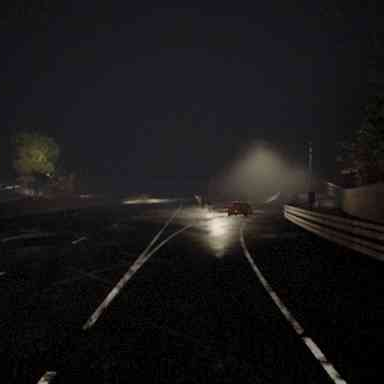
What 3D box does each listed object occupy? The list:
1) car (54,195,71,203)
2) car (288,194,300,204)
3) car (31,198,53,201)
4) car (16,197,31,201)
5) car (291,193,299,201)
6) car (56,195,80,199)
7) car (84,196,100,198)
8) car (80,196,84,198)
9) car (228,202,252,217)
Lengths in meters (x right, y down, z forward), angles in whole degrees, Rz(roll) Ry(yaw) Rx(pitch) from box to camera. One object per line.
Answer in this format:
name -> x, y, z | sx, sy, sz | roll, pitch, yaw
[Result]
car -> -27.997, 1.518, 71.957 | 1.837, 1.490, 4.892 | 0, 0, 0
car -> 22.829, 1.838, 75.479 | 1.812, 1.442, 4.674 | 0, 3, 20
car -> -24.521, 1.605, 55.952 | 1.895, 1.301, 4.718 | 0, 0, 1
car -> -28.019, 1.567, 55.810 | 1.994, 1.385, 4.181 | 0, 0, 1
car -> 26.324, 1.215, 84.953 | 1.837, 1.490, 4.892 | 0, 4, 19
car -> -21.029, 1.530, 56.064 | 1.812, 1.442, 4.674 | 0, 0, 1
car -> -20.997, 1.542, 72.208 | 2.128, 1.511, 4.902 | 0, 0, 0
car -> -24.497, 1.543, 72.122 | 2.128, 1.511, 4.902 | 0, 0, 0
car -> 5.126, 1.794, 35.015 | 1.882, 1.535, 5.008 | 0, -1, 19
